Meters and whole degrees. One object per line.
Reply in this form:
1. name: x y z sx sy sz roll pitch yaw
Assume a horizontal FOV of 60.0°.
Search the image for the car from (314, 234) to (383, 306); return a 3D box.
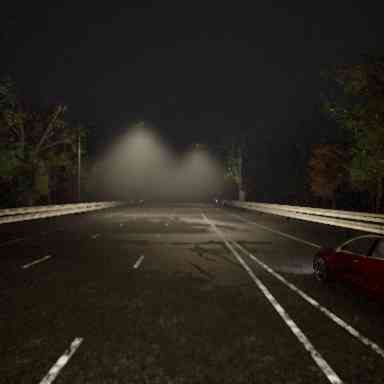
1. car: 4.344 1.579 6.995 2.163 1.488 4.792 0 -1 -4
